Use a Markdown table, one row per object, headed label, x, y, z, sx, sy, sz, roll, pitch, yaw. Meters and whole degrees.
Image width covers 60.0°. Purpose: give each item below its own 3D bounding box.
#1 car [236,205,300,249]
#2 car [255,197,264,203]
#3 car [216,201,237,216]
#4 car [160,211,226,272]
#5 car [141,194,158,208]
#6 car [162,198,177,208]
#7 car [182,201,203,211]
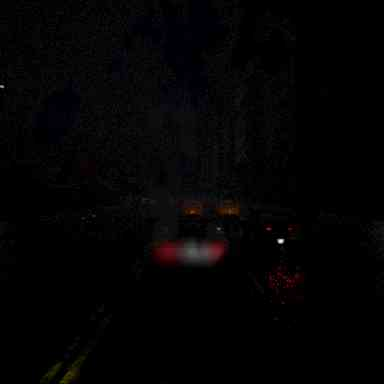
| label | x | y | z | sx | sy | sz | roll | pitch | yaw |
| --- | --- | --- | --- | --- | --- | --- | --- | --- | --- |
| car | 3.303 | 1.547 | 14.731 | 1.837 | 1.490 | 4.892 | 0 | 0 | 0 |
| car | 16.279 | 1.751 | 73.737 | 4.313 | 1.339 | 1.947 | 0 | 0 | 0 |
| car | 3.288 | 1.557 | 31.177 | 1.882 | 1.535 | 5.008 | 0 | 0 | 0 |
| car | 0.031 | 1.578 | 10.902 | 2.033 | 1.411 | 5.357 | 0 | 0 | 0 |
| car | -6.632 | 1.346 | 52.284 | 2.150 | 2.045 | 5.566 | 0 | 0 | 0 |
| car | -3.391 | 1.643 | 50.127 | 1.812 | 1.442 | 4.674 | 0 | 0 | 0 |
| car | 0.038 | 1.557 | 31.138 | 1.882 | 1.535 | 5.008 | 0 | 0 | 0 |
